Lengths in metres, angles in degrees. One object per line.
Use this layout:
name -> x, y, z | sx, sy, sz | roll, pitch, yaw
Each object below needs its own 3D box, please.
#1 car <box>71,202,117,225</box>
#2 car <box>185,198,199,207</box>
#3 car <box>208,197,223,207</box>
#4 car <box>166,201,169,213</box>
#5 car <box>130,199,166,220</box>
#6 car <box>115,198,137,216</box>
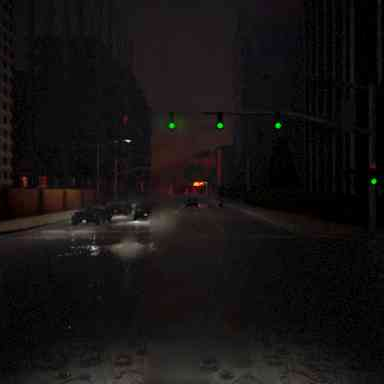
car -> -7.099, 1.616, 24.116 | 1.895, 1.301, 4.718 | 0, 0, 0
car -> 0.001, 1.536, 49.480 | 2.033, 1.411, 5.357 | 0, 0, 0
car -> 3.501, 1.511, 49.488 | 1.812, 1.442, 4.674 | 0, 0, 0
car -> -3.583, 1.549, 36.985 | 2.033, 1.411, 5.357 | 0, 0, 0
car -> -3.598, 1.574, 27.746 | 1.994, 1.385, 4.181 | 0, 0, 0
car -> -7.092, 1.571, 32.913 | 1.994, 1.385, 4.181 | 0, 0, 0
